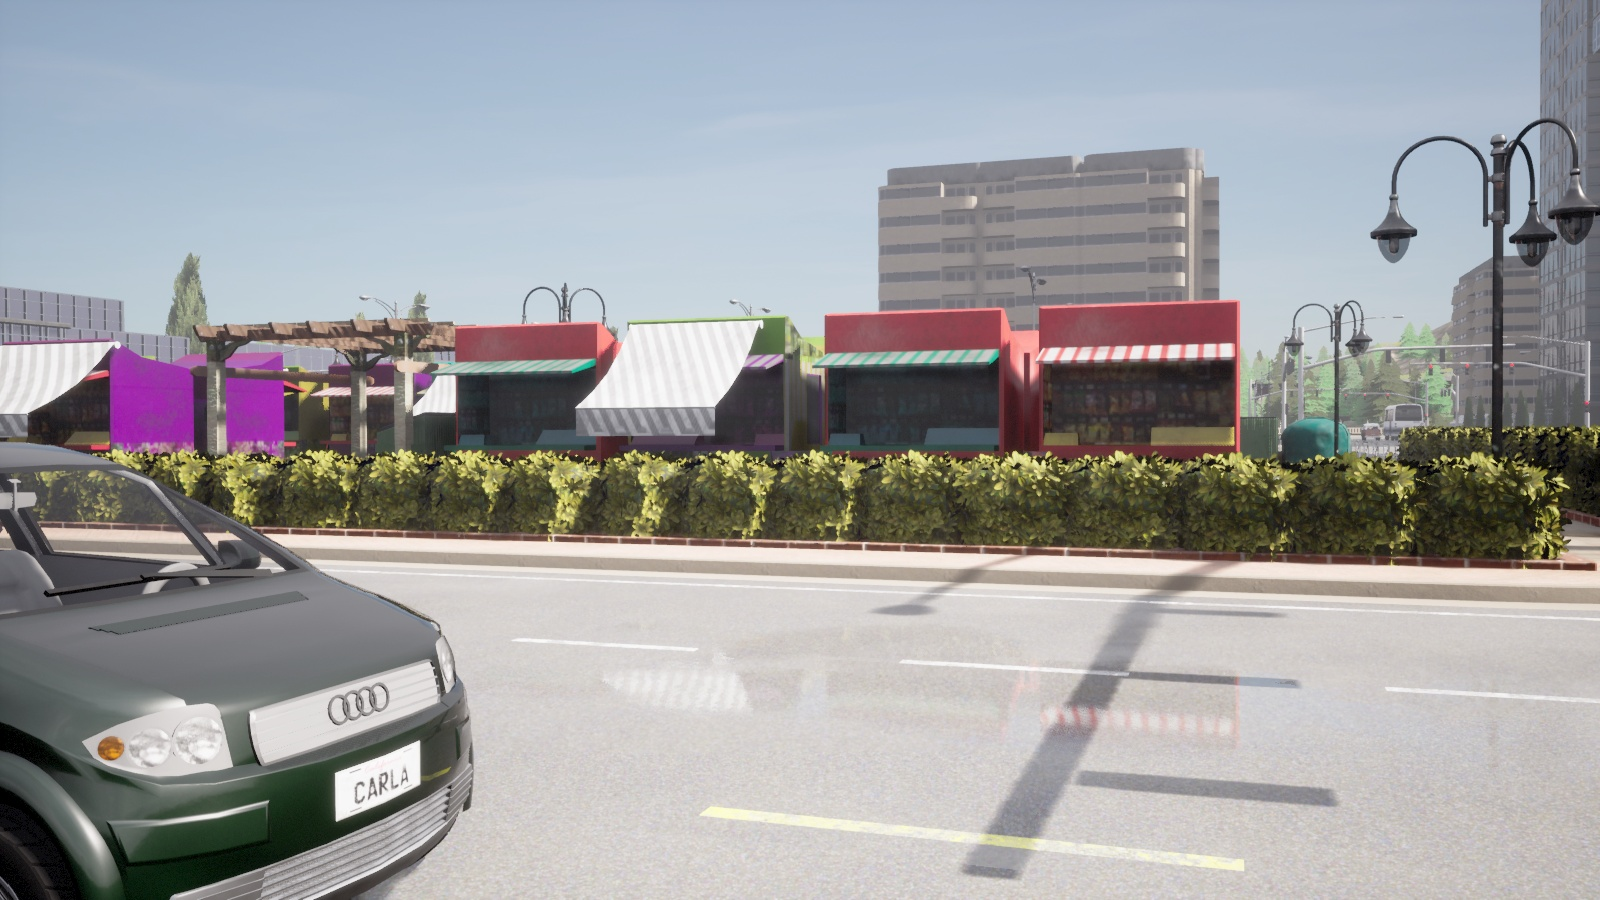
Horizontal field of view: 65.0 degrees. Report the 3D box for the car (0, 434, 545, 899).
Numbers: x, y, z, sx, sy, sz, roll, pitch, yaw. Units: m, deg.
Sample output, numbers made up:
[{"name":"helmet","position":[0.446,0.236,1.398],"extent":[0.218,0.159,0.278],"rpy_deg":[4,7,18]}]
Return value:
[{"name":"car","position":[-2.942,0.727,4.181],"extent":[3.705,1.549,1.789],"rpy_deg":[0,1,19]}]
